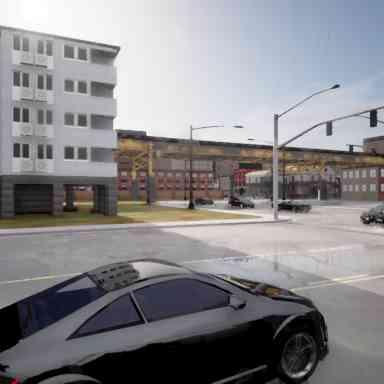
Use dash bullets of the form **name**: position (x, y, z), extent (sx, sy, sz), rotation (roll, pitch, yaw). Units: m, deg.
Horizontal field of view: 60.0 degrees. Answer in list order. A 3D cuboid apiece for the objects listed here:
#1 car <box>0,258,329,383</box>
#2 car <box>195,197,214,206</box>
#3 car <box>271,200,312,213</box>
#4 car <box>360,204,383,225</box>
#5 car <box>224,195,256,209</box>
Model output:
- **car**: position (-0.301, 1.564, 4.109), extent (4.181, 1.385, 1.994), rotation (0, 0, -30)
- **car**: position (2.054, 1.547, 57.106), extent (2.033, 1.411, 5.357), rotation (0, 0, -18)
- **car**: position (11.122, 1.601, 37.321), extent (1.895, 1.301, 4.718), rotation (0, 0, -26)
- **car**: position (13.550, 1.498, 22.446), extent (4.892, 1.490, 1.837), rotation (0, -1, -23)
- **car**: position (6.832, 1.505, 46.370), extent (1.837, 1.490, 4.892), rotation (0, 0, -25)
